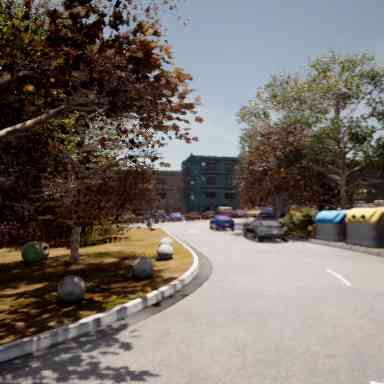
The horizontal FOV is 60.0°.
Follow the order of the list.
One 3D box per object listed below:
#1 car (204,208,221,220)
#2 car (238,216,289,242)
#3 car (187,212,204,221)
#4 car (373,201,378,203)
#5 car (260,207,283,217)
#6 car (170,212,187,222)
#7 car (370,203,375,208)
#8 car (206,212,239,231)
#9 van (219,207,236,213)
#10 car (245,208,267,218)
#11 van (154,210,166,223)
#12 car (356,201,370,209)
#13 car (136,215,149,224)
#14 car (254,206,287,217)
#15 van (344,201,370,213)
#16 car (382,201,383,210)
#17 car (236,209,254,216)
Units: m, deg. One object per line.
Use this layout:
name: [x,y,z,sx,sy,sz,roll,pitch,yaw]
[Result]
car: [2.852,3.978,56.944,2.163,1.488,4.792,-2,-2,-10]
car: [4.781,2.505,22.169,1.994,1.385,4.181,1,-4,-8]
car: [0.091,4.079,56.469,2.163,1.488,4.792,-2,-2,-10]
car: [33.224,2.894,62.143,2.231,1.521,4.892,-2,-2,-10]
car: [13.895,3.546,58.821,2.097,1.535,5.008,-2,-2,-10]
car: [-2.667,4.149,55.972,2.097,1.535,5.008,-2,-2,-10]
car: [24.531,2.735,47.354,2.163,1.488,4.792,-2,-2,-10]
car: [3.089,3.162,34.591,1.882,1.535,5.008,1,-3,-7]
van: [5.587,3.626,57.514,1.878,1.987,4.442,-2,-2,-10]
car: [11.169,3.635,58.159,1.946,1.575,5.366,-2,-2,-10]
van: [-5.456,4.030,55.615,1.878,1.987,4.442,-2,-2,-10]
car: [21.769,2.550,46.949,2.435,2.045,5.566,-2,-2,-10]
car: [-8.188,4.224,54.991,2.185,1.767,4.553,-2,-2,-10]
car: [10.918,2.936,45.083,2.435,2.045,5.566,-2,-2,-10]
van: [30.475,2.754,61.557,1.878,1.987,4.442,-2,-2,-10]
car: [38.739,2.584,63.119,2.185,1.767,4.553,-2,-2,-10]
car: [8.384,3.774,57.837,2.163,1.488,4.792,-2,-2,-10]
